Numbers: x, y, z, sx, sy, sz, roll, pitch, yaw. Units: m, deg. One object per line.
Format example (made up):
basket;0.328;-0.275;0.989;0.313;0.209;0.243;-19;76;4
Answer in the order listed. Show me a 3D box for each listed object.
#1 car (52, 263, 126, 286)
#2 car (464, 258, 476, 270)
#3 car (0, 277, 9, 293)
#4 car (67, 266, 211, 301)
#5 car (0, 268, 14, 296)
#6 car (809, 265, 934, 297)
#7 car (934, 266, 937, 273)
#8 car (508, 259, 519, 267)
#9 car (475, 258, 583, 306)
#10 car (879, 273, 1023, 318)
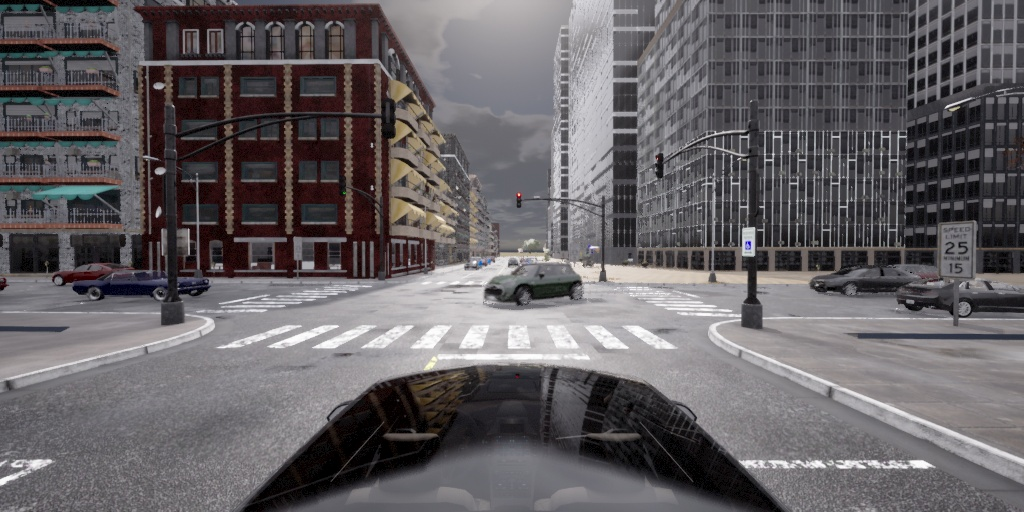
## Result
car;-25.811;1.109;22.368;4.507;1.381;1.888;0;0;1
car;-5.584;1.267;50.337;1.948;1.339;4.313;0;0;0
car;-22.597;1.259;13.704;4.507;1.381;1.888;0;0;1
car;-16.643;1.299;16.315;4.718;1.301;1.895;0;1;1
car;-26.522;1.254;16.475;4.718;1.301;1.895;0;1;1
car;18.594;1.315;18.955;4.892;1.490;1.837;1;1;1
car;23.418;1.229;21.609;4.097;1.591;1.967;0;0;1
car;0.238;1.279;64.056;1.895;1.301;4.718;0;0;0
car;0.979;1.095;15.718;4.553;1.767;2.097;0;0;-37
car;16.740;1.445;13.076;4.403;1.370;2.007;0;0;1
